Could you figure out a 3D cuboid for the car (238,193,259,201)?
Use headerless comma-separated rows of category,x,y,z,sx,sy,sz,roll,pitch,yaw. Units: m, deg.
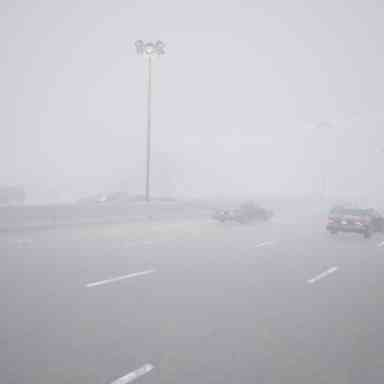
car,10.712,0.919,62.974,1.812,1.442,4.674,2,1,41

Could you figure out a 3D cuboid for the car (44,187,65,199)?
car,-21.919,0.352,52.804,1.837,1.490,4.892,1,1,-11

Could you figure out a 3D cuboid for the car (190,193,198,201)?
car,1.477,0.868,52.236,1.812,1.442,4.674,2,1,41

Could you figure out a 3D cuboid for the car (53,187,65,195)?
car,-27.013,-0.179,67.400,1.895,1.301,4.718,1,3,-27

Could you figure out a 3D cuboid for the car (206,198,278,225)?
car,3.473,1.323,22.064,2.033,1.411,5.357,2,1,41

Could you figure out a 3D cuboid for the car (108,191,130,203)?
car,-5.581,0.947,33.310,1.837,1.490,4.892,2,1,41

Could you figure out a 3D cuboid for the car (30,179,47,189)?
car,-36.845,-1.882,79.752,5.566,2.045,2.150,7,5,44

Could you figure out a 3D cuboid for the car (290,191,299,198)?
car,23.864,1.058,72.924,1.812,1.442,4.674,2,1,41

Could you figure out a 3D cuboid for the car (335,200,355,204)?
car,12.966,1.423,27.771,1.812,1.442,4.674,2,1,41

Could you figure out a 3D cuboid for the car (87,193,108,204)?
car,-8.315,0.710,35.490,2.097,1.767,4.553,2,1,41

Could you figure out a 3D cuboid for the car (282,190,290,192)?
car,20.846,0.674,74.767,2.150,2.045,5.566,2,1,41

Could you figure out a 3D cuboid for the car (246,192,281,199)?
car,9.935,1.075,45.997,1.882,1.535,5.008,2,1,41

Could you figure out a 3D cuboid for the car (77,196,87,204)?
car,-10.910,0.837,37.847,1.994,1.385,4.181,2,1,41

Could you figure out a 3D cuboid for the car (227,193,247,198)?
car,7.586,1.079,48.622,1.994,1.385,4.181,2,1,41

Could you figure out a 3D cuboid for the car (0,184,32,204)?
car,-21.424,0.275,38.203,2.150,2.045,5.566,1,1,7

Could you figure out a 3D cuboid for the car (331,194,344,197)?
car,30.639,1.230,70.075,2.128,1.511,4.902,2,1,41

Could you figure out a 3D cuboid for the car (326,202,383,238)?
car,8.745,1.492,17.465,2.033,1.411,5.357,2,1,41

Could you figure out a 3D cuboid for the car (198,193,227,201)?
car,3.540,0.901,49.286,1.882,1.535,5.008,2,1,41

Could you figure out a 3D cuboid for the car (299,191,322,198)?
car,21.861,0.885,59.815,2.150,2.045,5.566,2,1,41

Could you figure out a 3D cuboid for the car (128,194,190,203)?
car,-2.923,1.074,31.040,2.033,1.411,5.357,2,1,41

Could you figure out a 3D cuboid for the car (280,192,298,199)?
car,16.381,1.164,58.847,1.895,1.301,4.718,2,1,41
